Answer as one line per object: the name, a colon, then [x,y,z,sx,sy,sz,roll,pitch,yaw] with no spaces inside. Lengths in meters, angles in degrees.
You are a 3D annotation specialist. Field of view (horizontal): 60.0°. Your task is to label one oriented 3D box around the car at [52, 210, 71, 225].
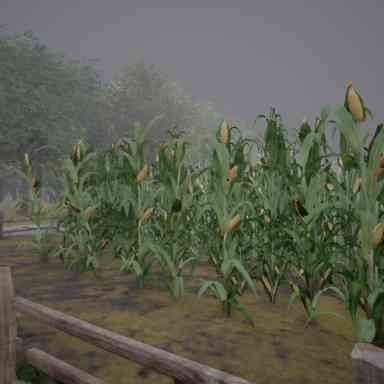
car: [-9.453,1.939,28.438,1.882,1.535,5.008,0,-2,36]
